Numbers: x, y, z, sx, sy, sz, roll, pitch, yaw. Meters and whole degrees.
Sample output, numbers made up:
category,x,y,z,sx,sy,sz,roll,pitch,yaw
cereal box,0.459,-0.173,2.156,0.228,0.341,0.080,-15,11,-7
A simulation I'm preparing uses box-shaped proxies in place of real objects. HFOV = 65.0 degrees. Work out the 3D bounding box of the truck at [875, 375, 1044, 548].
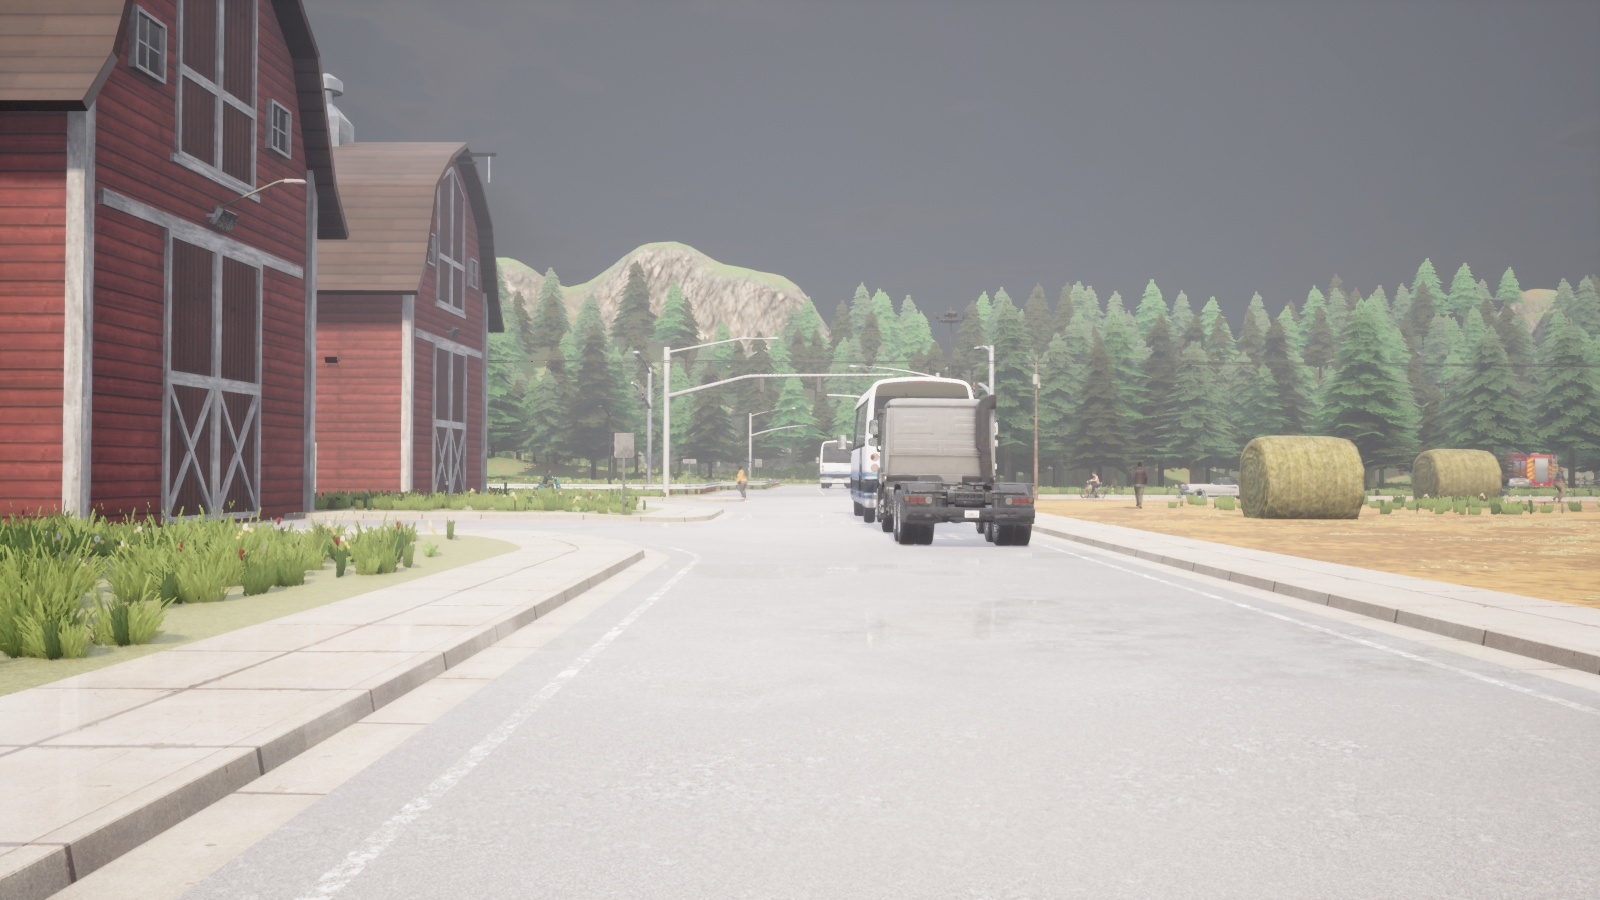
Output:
category,x,y,z,sx,sy,sz,roll,pitch,yaw
truck,3.448,0.292,29.228,2.891,3.462,7.936,0,-1,0

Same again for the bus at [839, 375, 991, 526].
category,x,y,z,sx,sy,sz,roll,pitch,yaw
bus,3.420,0.106,40.695,3.944,4.253,10.273,0,-1,0

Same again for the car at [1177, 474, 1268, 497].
category,x,y,z,sx,sy,sz,roll,pitch,yaw
car,25.043,2.091,74.561,4.718,1.301,1.895,0,-1,1

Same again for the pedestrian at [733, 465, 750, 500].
category,x,y,z,sx,sy,sz,roll,pitch,yaw
pedestrian,-3.123,1.742,66.982,0.900,1.855,0.874,0,-1,-4

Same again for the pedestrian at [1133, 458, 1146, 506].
category,x,y,z,sx,sy,sz,roll,pitch,yaw
pedestrian,13.096,1.219,48.422,0.431,1.840,0.703,0,-1,13

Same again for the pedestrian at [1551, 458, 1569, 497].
category,x,y,z,sx,sy,sz,roll,pitch,yaw
pedestrian,36.189,1.325,59.789,0.694,1.848,0.540,-1,-1,26
